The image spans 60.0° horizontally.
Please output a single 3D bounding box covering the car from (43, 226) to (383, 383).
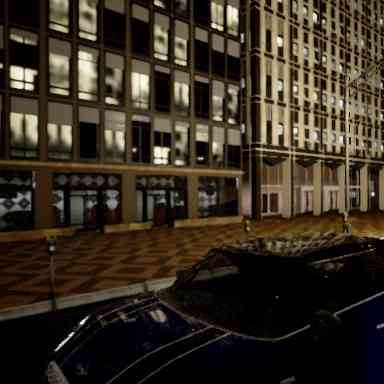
[{"bbox_3d":[0.827,1.354,3.699,4.553,1.767,2.097,0,0,-37],"label":"car"}]
